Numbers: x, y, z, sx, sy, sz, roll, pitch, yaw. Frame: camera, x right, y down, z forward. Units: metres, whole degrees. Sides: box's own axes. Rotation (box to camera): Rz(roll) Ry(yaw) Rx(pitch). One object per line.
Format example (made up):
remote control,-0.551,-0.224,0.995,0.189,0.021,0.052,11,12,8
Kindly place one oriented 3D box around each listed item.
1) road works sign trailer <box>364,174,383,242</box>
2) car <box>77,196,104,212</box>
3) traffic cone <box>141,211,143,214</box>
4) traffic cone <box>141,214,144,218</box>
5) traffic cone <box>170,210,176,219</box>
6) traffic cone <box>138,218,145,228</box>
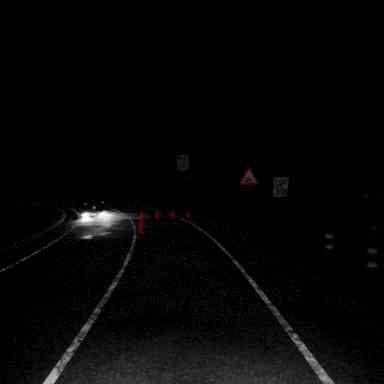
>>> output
road works sign trailer,7.389,0.813,10.801,2.380,2.880,3.560,43,2,-1
car,-9.403,1.054,30.757,1.895,1.301,4.718,-3,2,-25
traffic cone,-2.964,1.557,19.710,0.340,0.580,0.340,-1,2,-8
traffic cone,-2.690,1.609,17.730,0.340,0.580,0.340,-1,2,-8
traffic cone,-1.265,1.453,21.954,0.340,0.580,0.340,-1,2,-7
traffic cone,-2.416,1.661,15.749,0.340,0.580,0.340,-1,2,-8
